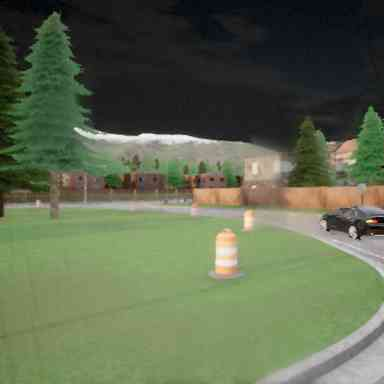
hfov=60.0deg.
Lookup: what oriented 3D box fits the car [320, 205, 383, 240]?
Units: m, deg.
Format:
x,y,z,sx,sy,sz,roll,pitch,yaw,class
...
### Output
x,y,z,sx,sy,sz,roll,pitch,yaw,class
8.086,1.420,16.437,1.837,1.490,4.892,1,0,-3,car
